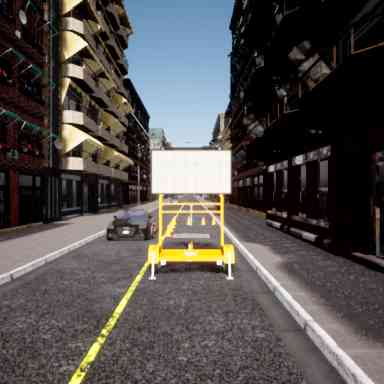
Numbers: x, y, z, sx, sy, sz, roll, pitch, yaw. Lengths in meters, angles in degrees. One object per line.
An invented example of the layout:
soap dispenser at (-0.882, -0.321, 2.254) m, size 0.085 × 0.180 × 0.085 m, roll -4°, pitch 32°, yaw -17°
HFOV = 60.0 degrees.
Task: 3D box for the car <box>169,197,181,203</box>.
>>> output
car at (-2.954, 1.570, 58.796) m, size 1.812 × 1.442 × 4.674 m, roll 0°, pitch 0°, yaw 0°

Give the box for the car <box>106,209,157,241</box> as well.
car at (-2.885, 1.569, 16.529) m, size 1.994 × 1.385 × 4.181 m, roll 0°, pitch 0°, yaw 0°

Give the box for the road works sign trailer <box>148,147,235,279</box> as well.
road works sign trailer at (-0.021, 0.467, 9.993) m, size 2.380 × 3.560 × 2.880 m, roll 0°, pitch 0°, yaw 0°
